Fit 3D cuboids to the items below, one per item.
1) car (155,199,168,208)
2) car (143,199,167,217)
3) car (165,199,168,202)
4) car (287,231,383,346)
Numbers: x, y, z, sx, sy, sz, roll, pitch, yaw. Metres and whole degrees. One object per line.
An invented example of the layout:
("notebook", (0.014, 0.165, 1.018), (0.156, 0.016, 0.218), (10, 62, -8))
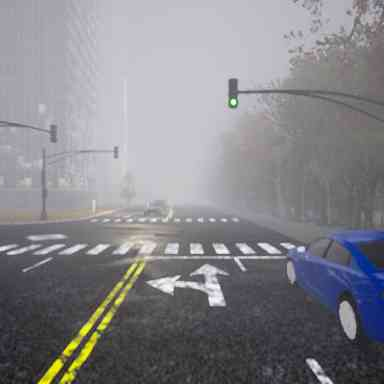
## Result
("car", (-5.149, 1.942, 56.590), (2.128, 1.511, 4.902), (0, 0, -3))
("car", (-4.102, 1.829, 35.777), (2.033, 1.411, 5.357), (0, 0, -2))
("car", (-4.576, 1.843, 46.192), (1.882, 1.535, 5.008), (0, 0, -3))
("car", (3.291, 1.491, 6.472), (1.882, 1.535, 5.008), (-3, -2, 0))
